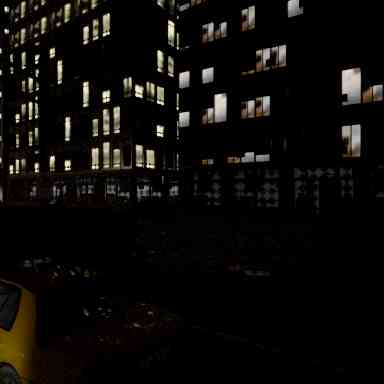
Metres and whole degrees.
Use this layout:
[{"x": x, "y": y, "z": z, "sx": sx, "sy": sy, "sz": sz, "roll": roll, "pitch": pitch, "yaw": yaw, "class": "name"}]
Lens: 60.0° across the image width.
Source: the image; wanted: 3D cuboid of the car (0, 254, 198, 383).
[{"x": -2.217, "y": 1.525, "z": 4.451, "sx": 4.829, "sy": 1.417, "sz": 1.752, "roll": 0, "pitch": 0, "yaw": 35, "class": "car"}]
